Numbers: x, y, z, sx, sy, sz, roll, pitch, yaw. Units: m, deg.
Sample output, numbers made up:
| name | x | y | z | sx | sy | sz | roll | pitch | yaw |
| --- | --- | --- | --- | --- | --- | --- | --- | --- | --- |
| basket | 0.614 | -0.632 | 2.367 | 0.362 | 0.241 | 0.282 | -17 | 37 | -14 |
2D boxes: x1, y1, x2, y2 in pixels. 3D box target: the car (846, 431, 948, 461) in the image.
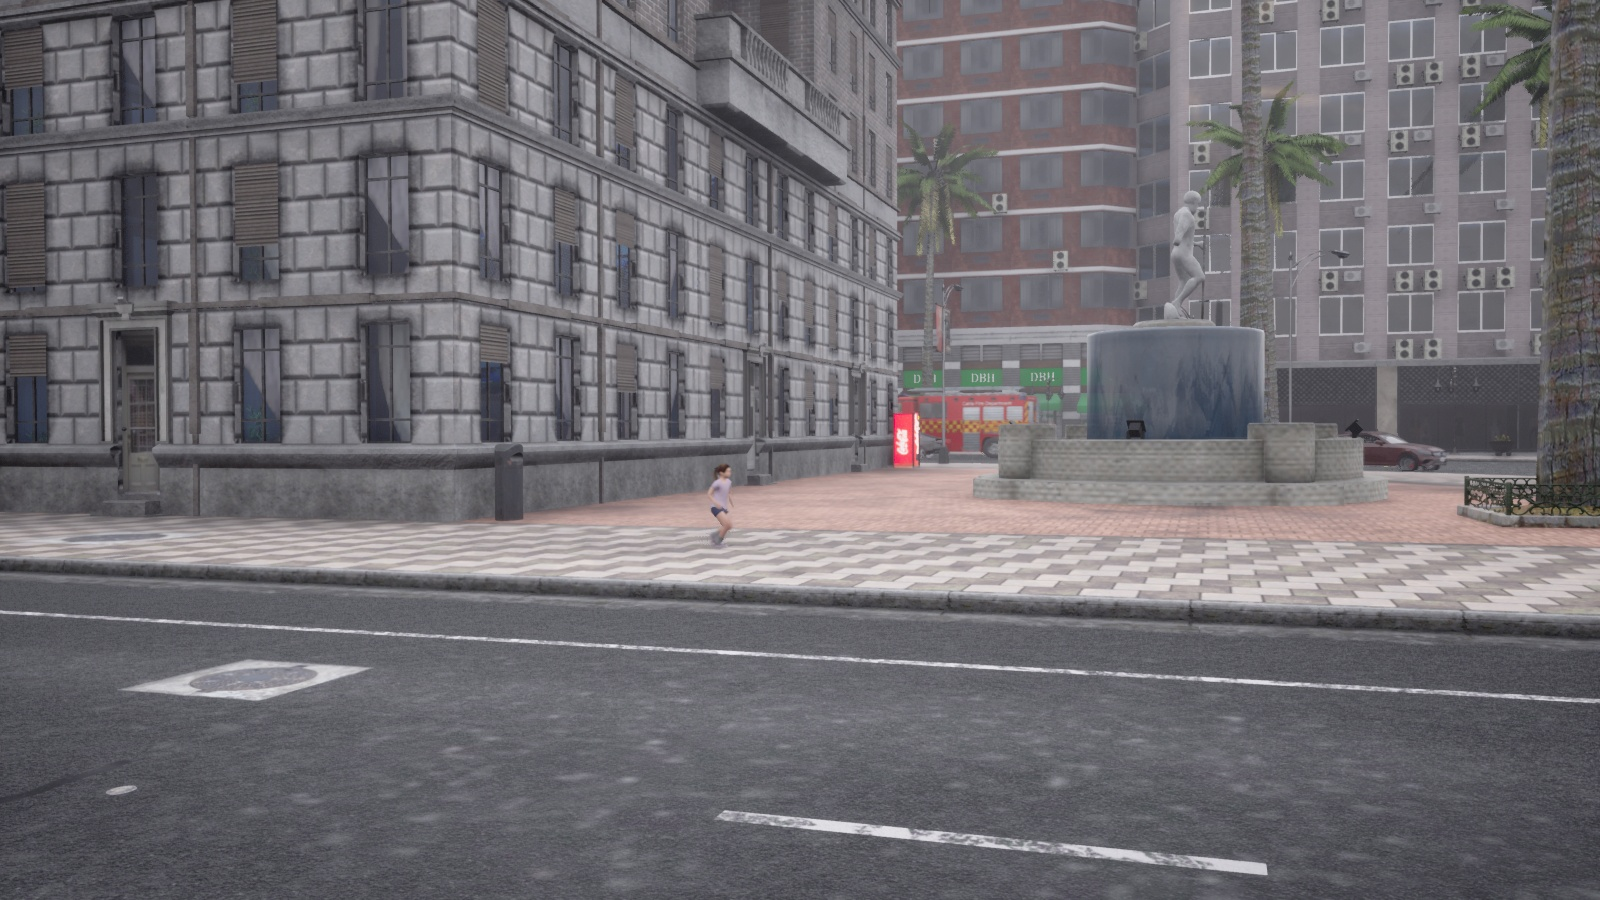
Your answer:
| name | x | y | z | sx | sy | sz | roll | pitch | yaw |
| --- | --- | --- | --- | --- | --- | --- | --- | --- | --- |
| car | 5.096 | -0.252 | 65.810 | 4.902 | 1.511 | 2.128 | 1 | 1 | 22 |

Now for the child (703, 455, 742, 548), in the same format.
| name | x | y | z | sx | sy | sz | roll | pitch | yaw |
| --- | --- | --- | --- | --- | --- | --- | --- | --- | --- |
| child | -0.948 | 0.615 | 15.288 | 0.394 | 1.110 | 0.255 | 1 | 1 | 26 |

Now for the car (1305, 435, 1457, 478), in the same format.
| name | x | y | z | sx | sy | sz | roll | pitch | yaw |
| --- | --- | --- | --- | --- | --- | --- | --- | --- | --- |
| car | 20.954 | 0.204 | 45.434 | 1.812 | 1.442 | 4.674 | 0 | 1 | -38 |

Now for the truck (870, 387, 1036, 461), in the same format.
| name | x | y | z | sx | sy | sz | roll | pitch | yaw |
| --- | --- | --- | --- | --- | --- | --- | --- | --- | --- |
| truck | 8.263 | -1.401 | 68.316 | 8.468 | 3.827 | 2.891 | 1 | 1 | 26 |
